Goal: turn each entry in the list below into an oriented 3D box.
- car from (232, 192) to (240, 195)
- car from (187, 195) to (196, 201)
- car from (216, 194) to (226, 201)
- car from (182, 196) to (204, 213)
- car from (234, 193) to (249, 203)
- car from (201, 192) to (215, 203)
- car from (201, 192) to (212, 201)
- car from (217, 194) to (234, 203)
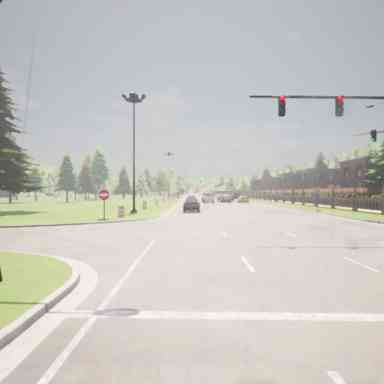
[{"bbox_3d":[10.393,1.051,78.557,2.150,2.045,5.566,0,0,0],"label":"car"},{"bbox_3d":[-0.107,1.366,78.513,2.033,1.411,5.357,0,0,0],"label":"car"},{"bbox_3d":[6.893,1.304,78.522,1.882,1.535,5.008,0,0,0],"label":"car"},{"bbox_3d":[-0.051,1.489,37.480,2.128,1.511,4.902,0,0,0],"label":"car"},{"bbox_3d":[10.408,1.472,68.107,1.882,1.535,5.008,0,0,0],"label":"car"},{"bbox_3d":[3.408,1.216,68.128,2.150,2.045,5.566,0,0,0],"label":"car"},{"bbox_3d":[3.393,1.051,78.548,2.150,2.045,5.566,0,0,0],"label":"car"},{"bbox_3d":[6.907,1.558,68.519,1.994,1.385,4.181,0,0,0],"label":"car"}]
